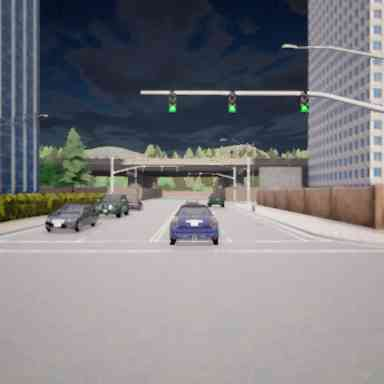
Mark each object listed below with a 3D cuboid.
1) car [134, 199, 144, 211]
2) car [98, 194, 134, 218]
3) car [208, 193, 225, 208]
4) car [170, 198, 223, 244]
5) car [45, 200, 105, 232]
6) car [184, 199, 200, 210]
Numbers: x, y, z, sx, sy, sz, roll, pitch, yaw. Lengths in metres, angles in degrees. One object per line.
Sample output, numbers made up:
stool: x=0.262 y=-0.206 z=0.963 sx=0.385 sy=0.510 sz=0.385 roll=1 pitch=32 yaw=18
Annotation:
car: x=-7.001 y=1.540 z=39.759 sx=1.994 sy=1.385 sz=4.181 roll=0 pitch=0 yaw=0
car: x=-7.073 y=1.204 z=29.894 sx=2.150 sy=2.045 sz=5.566 roll=0 pitch=0 yaw=0
car: x=3.500 y=1.194 z=48.170 sx=2.150 sy=2.045 sz=5.566 roll=0 pitch=0 yaw=0
car: x=0.099 y=1.342 z=15.845 sx=2.097 sy=1.767 sz=4.553 roll=0 pitch=0 yaw=0
car: x=-7.096 y=1.479 z=20.027 sx=2.128 sy=1.511 sz=4.902 roll=0 pitch=0 yaw=0
car: x=0.015 y=1.576 z=42.492 sx=1.895 sy=1.301 sz=4.718 roll=0 pitch=0 yaw=0
